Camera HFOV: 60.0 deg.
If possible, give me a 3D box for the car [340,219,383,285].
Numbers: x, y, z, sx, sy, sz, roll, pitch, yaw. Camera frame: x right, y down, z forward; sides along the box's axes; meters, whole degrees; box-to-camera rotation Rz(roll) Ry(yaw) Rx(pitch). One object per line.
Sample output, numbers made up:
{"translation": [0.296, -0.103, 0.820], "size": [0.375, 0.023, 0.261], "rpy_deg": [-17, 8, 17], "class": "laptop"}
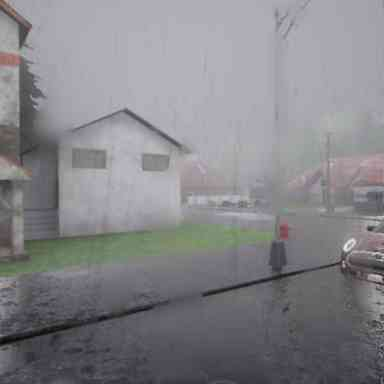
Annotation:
{"translation": [5.884, 1.301, 8.679], "size": [4.553, 1.767, 2.097], "rpy_deg": [0, 0, -35], "class": "car"}
